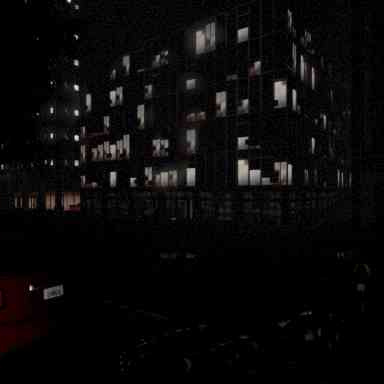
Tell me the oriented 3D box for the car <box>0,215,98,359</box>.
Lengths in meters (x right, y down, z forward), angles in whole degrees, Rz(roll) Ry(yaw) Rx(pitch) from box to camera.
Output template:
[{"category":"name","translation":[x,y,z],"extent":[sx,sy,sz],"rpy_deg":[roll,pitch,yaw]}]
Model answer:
[{"category":"car","translation":[-3.645,1.315,5.481],"extent":[5.009,1.841,2.192],"rpy_deg":[0,0,36]}]

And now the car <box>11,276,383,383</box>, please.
[{"category":"car","translation":[0.850,1.566,2.272],"extent":[4.313,1.339,1.947],"rpy_deg":[0,0,36]}]
